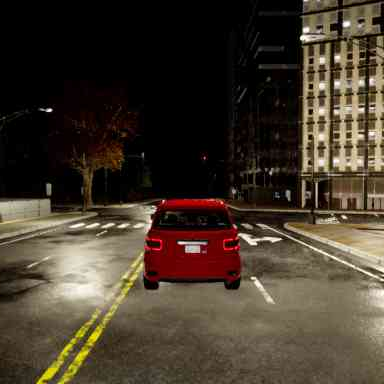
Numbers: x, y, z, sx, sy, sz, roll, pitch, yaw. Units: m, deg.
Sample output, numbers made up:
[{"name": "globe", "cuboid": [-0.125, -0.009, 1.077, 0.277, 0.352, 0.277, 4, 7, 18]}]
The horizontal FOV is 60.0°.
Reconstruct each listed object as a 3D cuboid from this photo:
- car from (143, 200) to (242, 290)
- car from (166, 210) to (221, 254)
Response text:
[{"name": "car", "cuboid": [-0.022, 1.218, 9.215, 2.150, 2.045, 5.566, 0, 0, -1]}, {"name": "car", "cuboid": [0.062, 1.560, 14.154, 1.994, 1.385, 4.181, 0, 0, 0]}]
